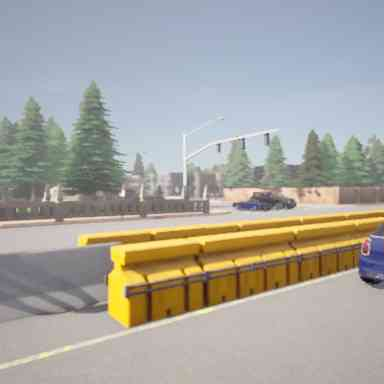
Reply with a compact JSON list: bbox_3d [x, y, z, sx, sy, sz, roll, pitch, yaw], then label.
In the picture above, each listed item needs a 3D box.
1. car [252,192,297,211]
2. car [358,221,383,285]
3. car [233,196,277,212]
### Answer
[{"bbox_3d":[9.177,0.978,37.956,2.150,2.045,5.566,-1,0,-37],"label":"car"},{"bbox_3d":[6.044,1.274,8.016,4.553,1.767,2.097,-1,0,-35],"label":"car"},{"bbox_3d":[6.345,1.389,35.094,1.895,1.301,4.718,-1,0,-27],"label":"car"}]
